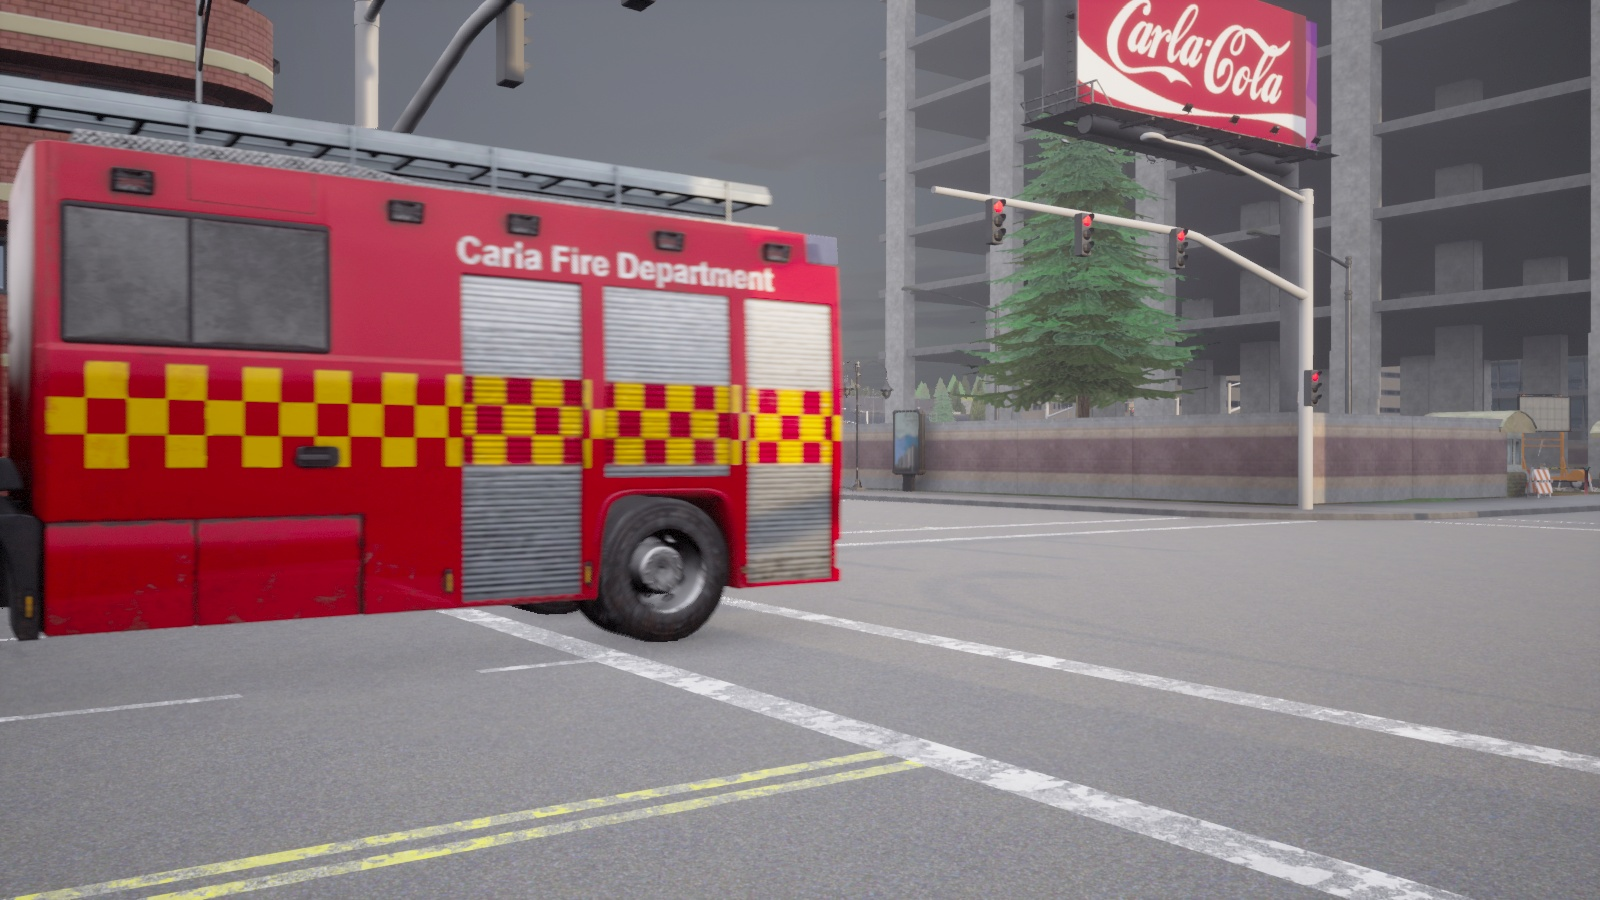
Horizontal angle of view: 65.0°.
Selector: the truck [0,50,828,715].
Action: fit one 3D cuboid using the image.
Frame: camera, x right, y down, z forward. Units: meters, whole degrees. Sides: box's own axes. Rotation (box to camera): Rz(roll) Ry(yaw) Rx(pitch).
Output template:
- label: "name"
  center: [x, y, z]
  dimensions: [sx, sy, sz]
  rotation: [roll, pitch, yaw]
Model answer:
- label: "truck"
  center: [-4.070, -0.388, 9.359]
  dimensions: [8.468, 3.827, 2.891]
  rotation: [0, 0, -35]
